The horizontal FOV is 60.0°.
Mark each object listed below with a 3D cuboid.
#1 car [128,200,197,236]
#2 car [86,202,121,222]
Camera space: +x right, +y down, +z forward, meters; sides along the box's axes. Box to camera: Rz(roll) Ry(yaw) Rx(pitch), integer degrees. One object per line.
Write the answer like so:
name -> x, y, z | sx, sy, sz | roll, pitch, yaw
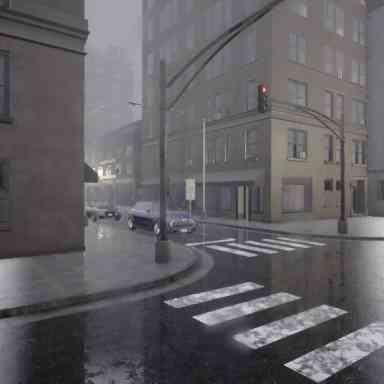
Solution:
car -> -1.692, 1.269, 17.936 | 2.097, 1.767, 4.553 | 0, 0, -36
car -> -6.991, 1.433, 25.336 | 1.994, 1.385, 4.181 | 0, 0, -35
